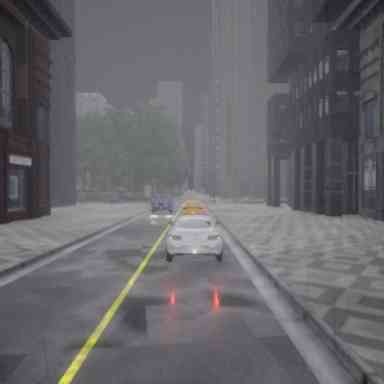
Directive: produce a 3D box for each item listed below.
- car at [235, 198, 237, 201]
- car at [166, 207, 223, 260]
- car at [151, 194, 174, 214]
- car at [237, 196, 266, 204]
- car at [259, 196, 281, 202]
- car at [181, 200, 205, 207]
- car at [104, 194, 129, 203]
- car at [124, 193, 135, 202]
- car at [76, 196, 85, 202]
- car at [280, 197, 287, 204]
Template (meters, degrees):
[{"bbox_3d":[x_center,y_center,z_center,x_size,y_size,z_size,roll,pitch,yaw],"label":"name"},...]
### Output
[{"bbox_3d":[11.627,1.493,73.326,4.403,1.369,2.008,0,1,0],"label":"car"},{"bbox_3d":[0.086,1.508,12.156,1.812,1.442,4.674,0,0,0],"label":"car"},{"bbox_3d":[-3.102,1.190,35.785,2.150,2.045,5.566,0,0,0],"label":"car"},{"bbox_3d":[11.760,1.617,64.801,4.829,1.417,1.752,0,1,0],"label":"car"},{"bbox_3d":[17.140,1.515,73.297,4.313,1.339,1.947,0,1,0],"label":"car"},{"bbox_3d":[0.087,1.446,28.050,1.882,1.535,5.008,0,0,0],"label":"car"},{"bbox_3d":[-15.075,1.635,64.945,4.313,1.339,1.947,0,1,0],"label":"car"},{"bbox_3d":[-15.038,1.235,73.465,5.009,1.841,2.192,0,1,0],"label":"car"},{"bbox_3d":[-25.950,1.483,73.528,4.313,1.339,1.947,0,1,0],"label":"car"},{"bbox_3d":[17.103,1.650,64.773,4.403,1.369,2.008,0,1,0],"label":"car"}]
